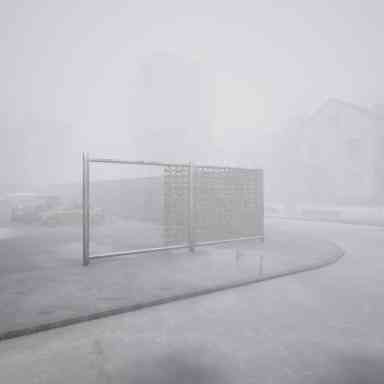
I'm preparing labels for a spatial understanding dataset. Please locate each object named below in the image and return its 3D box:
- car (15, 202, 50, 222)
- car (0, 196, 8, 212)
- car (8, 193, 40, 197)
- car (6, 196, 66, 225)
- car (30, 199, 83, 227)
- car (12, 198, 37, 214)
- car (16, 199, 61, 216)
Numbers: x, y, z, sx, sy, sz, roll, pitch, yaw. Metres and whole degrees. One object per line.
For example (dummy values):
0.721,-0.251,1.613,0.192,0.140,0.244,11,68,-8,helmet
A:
-12.024,1.451,25.077,2.207,1.379,1.481,0,0,-36,car
-17.855,1.474,35.607,5.357,1.415,2.033,0,0,-36,car
-12.578,1.242,27.337,3.866,1.878,1.905,0,0,-36,car
-10.289,1.348,23.699,4.611,1.667,2.242,0,0,-36,car
-7.845,1.416,21.548,4.193,1.474,1.816,0,0,-36,car
-17.854,1.403,35.329,1.789,1.547,3.705,0,0,-36,car
-14.799,1.413,32.040,3.633,1.501,1.845,0,0,-36,car
